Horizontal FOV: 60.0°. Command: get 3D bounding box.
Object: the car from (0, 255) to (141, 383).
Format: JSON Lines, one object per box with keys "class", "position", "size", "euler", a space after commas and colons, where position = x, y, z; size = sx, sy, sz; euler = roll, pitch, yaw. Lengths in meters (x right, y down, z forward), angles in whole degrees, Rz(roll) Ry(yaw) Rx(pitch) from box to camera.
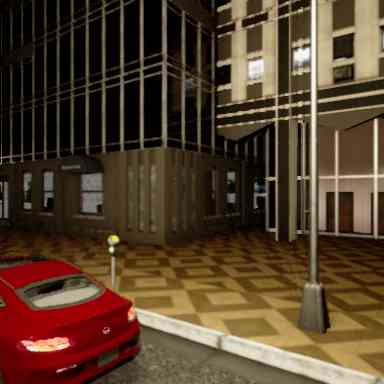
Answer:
{"class": "car", "position": [-2.565, 1.578, 4.706], "size": [4.206, 1.307, 1.802], "euler": [0, 0, 36]}
